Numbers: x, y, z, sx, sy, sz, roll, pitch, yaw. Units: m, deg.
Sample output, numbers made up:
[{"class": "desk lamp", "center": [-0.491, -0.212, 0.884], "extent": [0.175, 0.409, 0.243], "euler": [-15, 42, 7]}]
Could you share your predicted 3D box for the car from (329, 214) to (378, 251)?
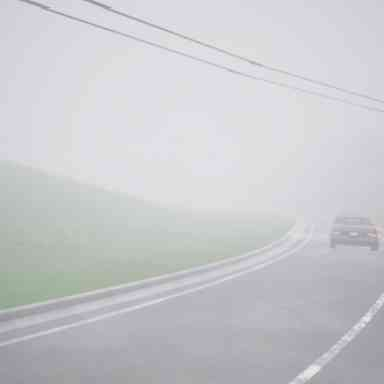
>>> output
[{"class": "car", "center": [7.278, 1.693, 15.097], "extent": [2.033, 1.411, 5.357], "euler": [0, 0, 25]}]
